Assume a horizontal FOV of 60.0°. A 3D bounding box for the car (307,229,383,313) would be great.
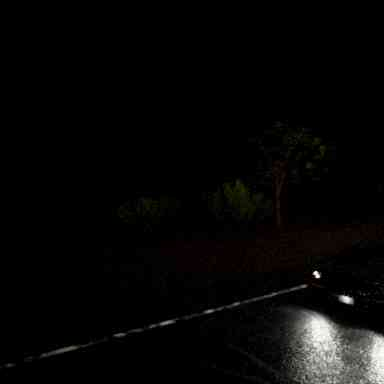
[{"bbox_3d":[4.941,1.544,7.514,5.357,1.411,2.033,0,0,-35],"label":"car"}]
